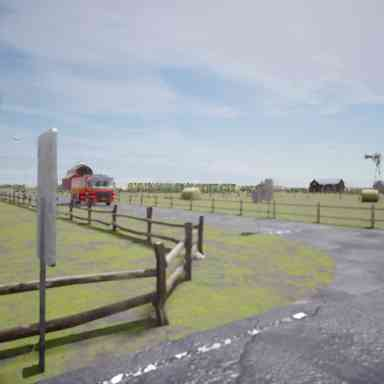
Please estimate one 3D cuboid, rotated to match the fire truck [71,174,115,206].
[{"bbox_3d":[-12.718,-0.304,42.124,2.891,3.827,8.468,1,0,-35],"label":"fire truck"}]
